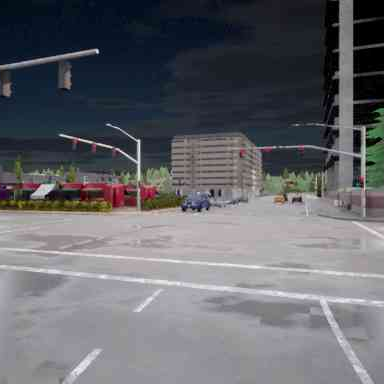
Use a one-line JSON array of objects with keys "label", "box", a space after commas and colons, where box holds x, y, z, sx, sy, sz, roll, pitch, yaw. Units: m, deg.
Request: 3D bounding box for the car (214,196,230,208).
[{"label": "car", "box": [3.693, 1.601, 48.537, 1.895, 1.301, 4.718, 0, 0, 19]}]

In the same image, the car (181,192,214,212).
[{"label": "car", "box": [0.554, 1.221, 39.292, 2.150, 2.045, 5.566, 0, 0, 19]}]

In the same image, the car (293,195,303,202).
[{"label": "car", "box": [24.658, 1.525, 77.345, 2.128, 1.511, 4.902, 0, 0, 19]}]

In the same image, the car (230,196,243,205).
[{"label": "car", "box": [6.807, 1.491, 57.658, 2.128, 1.511, 4.902, 0, 0, 19]}]

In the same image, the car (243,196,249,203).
[{"label": "car", "box": [10.270, 1.547, 67.649, 2.033, 1.411, 5.357, 0, 0, 19]}]

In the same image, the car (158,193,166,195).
[{"label": "car", "box": [-8.052, 1.209, 81.411, 4.605, 1.855, 1.932, 0, 0, 19]}]

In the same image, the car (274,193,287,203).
[{"label": "car", "box": [18.161, 1.478, 68.999, 1.882, 1.535, 5.008, 0, 0, 19]}]

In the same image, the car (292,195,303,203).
[{"label": "car", "box": [21.376, 1.478, 67.598, 1.882, 1.535, 5.008, 0, 0, 19]}]
